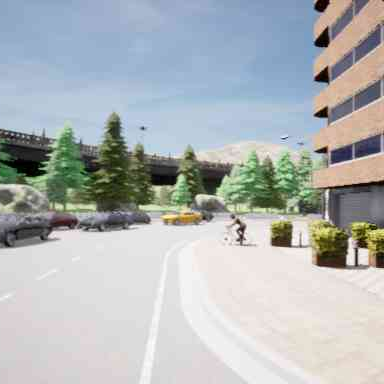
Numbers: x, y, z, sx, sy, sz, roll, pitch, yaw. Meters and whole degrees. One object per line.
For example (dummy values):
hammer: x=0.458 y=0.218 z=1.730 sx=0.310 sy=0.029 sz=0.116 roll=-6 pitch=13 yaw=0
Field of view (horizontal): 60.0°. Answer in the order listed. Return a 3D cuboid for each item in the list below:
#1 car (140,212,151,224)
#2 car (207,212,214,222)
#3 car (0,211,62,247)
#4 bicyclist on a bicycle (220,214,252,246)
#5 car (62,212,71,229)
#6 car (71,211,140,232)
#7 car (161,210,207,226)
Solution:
car: x=-6.242 y=2.690 z=34.642 sx=1.994 sy=1.385 sz=4.181 roll=0 pitch=-3 yaw=38
car: x=0.510 y=3.036 z=41.887 sx=4.902 sy=1.511 sz=2.128 roll=3 pitch=-3 yaw=-38
car: x=-9.284 y=1.911 z=17.508 sx=2.128 sy=1.511 sz=4.902 roll=1 pitch=-2 yaw=8
bicyclist on a bicycle: x=2.242 y=1.952 z=16.993 sx=1.656 sy=1.620 sz=0.582 roll=1 pitch=-2 yaw=8
car: x=-10.880 y=2.224 z=25.899 sx=1.812 sy=1.442 sz=4.674 roll=0 pitch=-2 yaw=21
car: x=-6.816 y=2.375 z=26.997 sx=2.033 sy=1.411 sz=5.357 roll=0 pitch=-2 yaw=25
car: x=-1.072 y=2.754 z=35.643 sx=1.882 sy=1.535 sz=5.008 roll=-1 pitch=-3 yaw=45
